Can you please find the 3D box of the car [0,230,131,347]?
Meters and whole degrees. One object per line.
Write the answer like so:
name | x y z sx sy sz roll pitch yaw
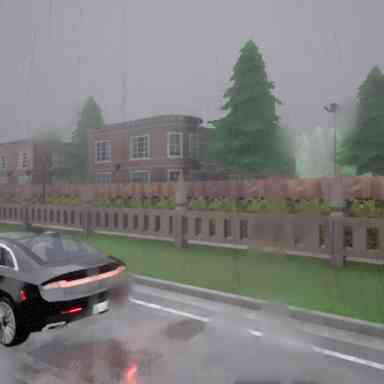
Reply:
car | -3.317 1.489 6.340 4.902 1.511 2.128 0 0 36
